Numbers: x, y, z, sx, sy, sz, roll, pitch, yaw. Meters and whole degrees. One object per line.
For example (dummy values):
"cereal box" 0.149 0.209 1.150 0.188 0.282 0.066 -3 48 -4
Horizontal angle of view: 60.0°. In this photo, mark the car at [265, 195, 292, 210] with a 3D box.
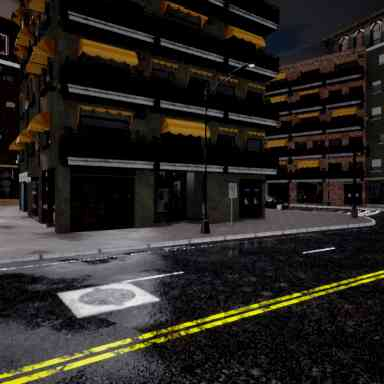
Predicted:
"car" 8.234 1.162 34.887 4.403 1.369 2.008 1 0 38

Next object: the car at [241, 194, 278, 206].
"car" 9.110 1.073 44.868 4.403 1.369 2.008 1 0 38
